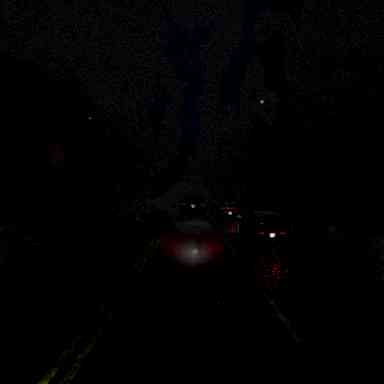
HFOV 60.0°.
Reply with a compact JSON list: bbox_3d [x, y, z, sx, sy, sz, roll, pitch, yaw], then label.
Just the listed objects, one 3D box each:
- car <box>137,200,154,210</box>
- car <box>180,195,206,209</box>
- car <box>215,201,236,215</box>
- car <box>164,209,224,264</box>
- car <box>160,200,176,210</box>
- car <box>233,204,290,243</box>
[{"bbox_3d":[-6.586,1.804,47.023,1.895,1.301,4.718,0,-1,0],"label":"car"},{"bbox_3d":[0.088,1.310,30.489,2.150,2.045,5.566,0,0,0],"label":"car"},{"bbox_3d":[3.338,1.600,31.519,1.837,1.490,4.892,0,0,0],"label":"car"},{"bbox_3d":[0.073,1.545,11.720,1.812,1.442,4.674,0,0,0],"label":"car"},{"bbox_3d":[-3.336,1.766,46.970,1.994,1.385,4.181,0,-1,0],"label":"car"},{"bbox_3d":[3.336,1.538,16.192,1.837,1.490,4.892,0,0,0],"label":"car"}]
